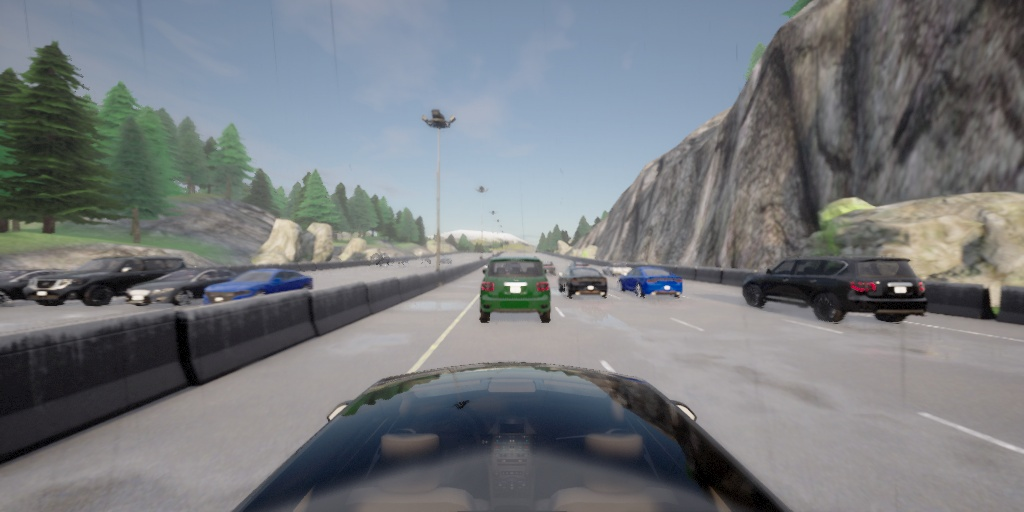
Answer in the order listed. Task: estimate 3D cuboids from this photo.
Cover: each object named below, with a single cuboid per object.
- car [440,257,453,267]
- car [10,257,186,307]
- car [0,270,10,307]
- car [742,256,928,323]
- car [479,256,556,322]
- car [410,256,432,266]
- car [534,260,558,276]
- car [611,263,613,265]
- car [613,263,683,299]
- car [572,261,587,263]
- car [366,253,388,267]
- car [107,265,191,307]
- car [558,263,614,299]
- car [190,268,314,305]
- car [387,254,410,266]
[{"bbox_3d":[-10.506,0.815,56.657,2.033,1.411,5.357,0,1,0],"label":"car"},{"bbox_3d":[-17.602,1.044,16.184,2.150,2.045,5.566,0,0,0],"label":"car"},{"bbox_3d":[-21.101,1.313,15.557,2.128,1.511,4.902,0,0,0],"label":"car"},{"bbox_3d":[10.599,1.032,12.465,2.150,2.045,5.566,0,0,0],"label":"car"},{"bbox_3d":[0.099,1.033,12.645,2.150,2.045,5.566,0,0,0],"label":"car"},{"bbox_3d":[-14.006,0.762,56.657,2.128,1.511,4.902,0,1,0],"label":"car"},{"bbox_3d":[3.596,1.276,38.443,2.128,1.511,4.902,0,0,0],"label":"car"},{"bbox_3d":[10.596,1.394,36.588,1.895,1.301,4.718,0,0,0],"label":"car"},{"bbox_3d":[7.098,1.304,18.877,1.882,1.535,5.008,0,0,0],"label":"car"},{"bbox_3d":[7.096,1.277,38.258,2.128,1.511,4.902,0,0,0],"label":"car"},{"bbox_3d":[-21.006,0.501,56.622,2.150,2.045,5.566,0,1,0],"label":"car"},{"bbox_3d":[-14.101,1.314,15.968,2.128,1.511,4.902,0,0,0],"label":"car"},{"bbox_3d":[3.598,1.304,18.854,1.882,1.535,5.008,0,0,0],"label":"car"},{"bbox_3d":[-10.602,1.299,15.466,1.882,1.535,5.008,0,0,0],"label":"car"},{"bbox_3d":[-17.506,0.714,56.656,1.882,1.535,5.008,0,1,0],"label":"car"}]
